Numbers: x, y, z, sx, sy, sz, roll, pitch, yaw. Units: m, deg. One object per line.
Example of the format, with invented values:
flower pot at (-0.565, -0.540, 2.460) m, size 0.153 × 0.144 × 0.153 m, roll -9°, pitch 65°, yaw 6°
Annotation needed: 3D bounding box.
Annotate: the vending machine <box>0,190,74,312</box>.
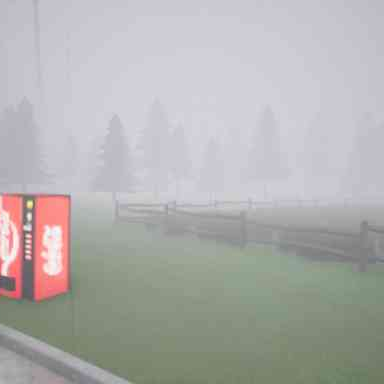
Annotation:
vending machine at (-3.054, 1.023, 6.471) m, size 0.880 × 2.100 × 1.100 m, roll 2°, pitch 1°, yaw 32°
